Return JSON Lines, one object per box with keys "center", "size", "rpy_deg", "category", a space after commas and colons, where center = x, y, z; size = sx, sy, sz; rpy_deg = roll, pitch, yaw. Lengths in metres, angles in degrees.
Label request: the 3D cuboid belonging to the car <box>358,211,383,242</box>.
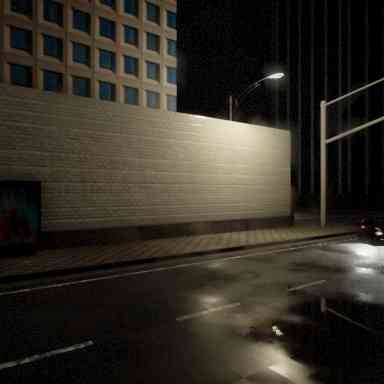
{"center": [9.328, 1.562, 15.357], "size": [4.181, 1.385, 1.994], "rpy_deg": [0, 0, -43], "category": "car"}
